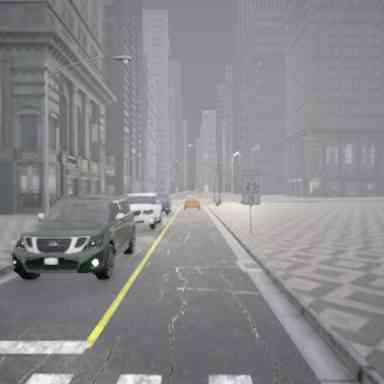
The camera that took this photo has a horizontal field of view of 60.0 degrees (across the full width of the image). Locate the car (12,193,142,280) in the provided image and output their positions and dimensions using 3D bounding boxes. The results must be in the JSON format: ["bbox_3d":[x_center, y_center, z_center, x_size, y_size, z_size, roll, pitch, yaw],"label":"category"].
[{"bbox_3d":[-3.095,1.146,10.073,2.150,2.045,5.566,0,0,0],"label":"car"}]

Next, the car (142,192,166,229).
[{"bbox_3d":[-3.099,1.072,20.520,2.150,2.045,5.566,0,0,0],"label":"car"}]

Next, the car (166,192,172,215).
[{"bbox_3d":[-3.073,0.999,31.237,2.150,2.045,5.566,0,0,0],"label":"car"}]

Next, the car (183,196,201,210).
[{"bbox_3d":[0.025,1.209,37.927,1.882,1.535,5.008,0,0,1],"label":"car"}]
